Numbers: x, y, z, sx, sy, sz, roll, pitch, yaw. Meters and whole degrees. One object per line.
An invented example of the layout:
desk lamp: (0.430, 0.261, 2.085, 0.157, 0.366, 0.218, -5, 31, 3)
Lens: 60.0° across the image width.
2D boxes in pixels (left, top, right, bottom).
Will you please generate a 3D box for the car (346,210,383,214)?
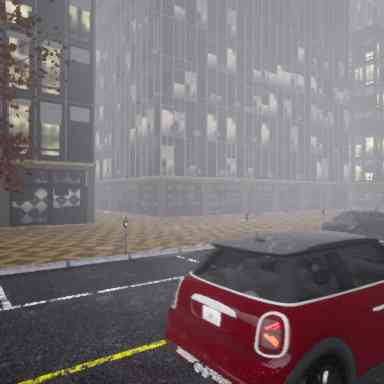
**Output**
car: (8.140, 1.563, 16.226, 4.313, 1.339, 1.947, 0, 0, -36)

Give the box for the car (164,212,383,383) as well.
car: (1.938, 1.351, 4.815, 4.553, 1.767, 2.097, 0, 0, -35)
